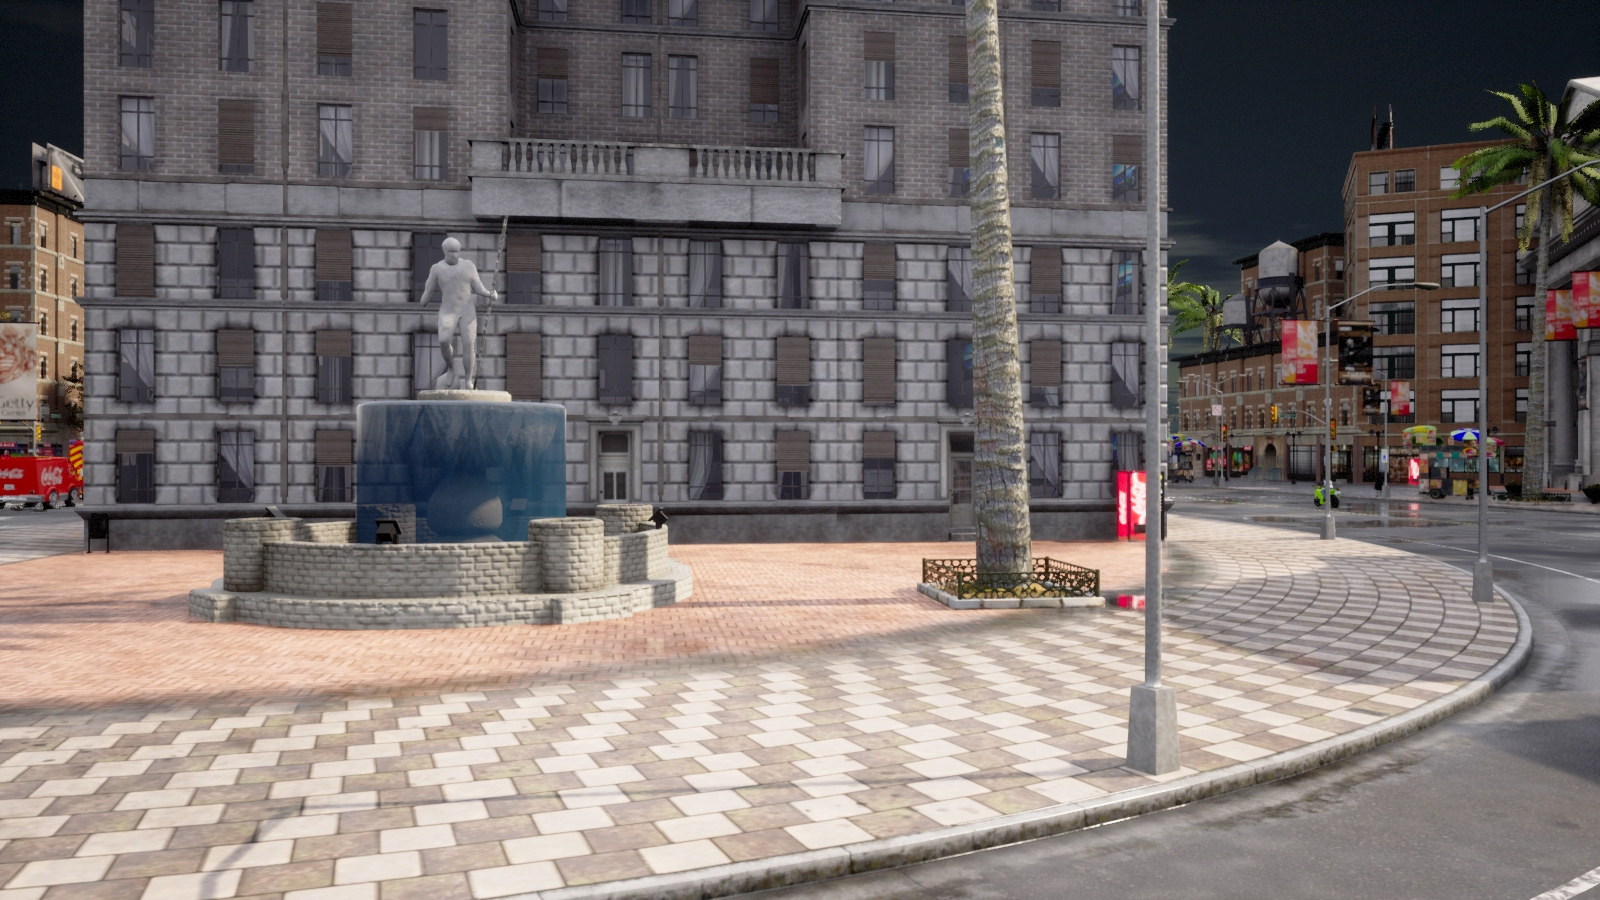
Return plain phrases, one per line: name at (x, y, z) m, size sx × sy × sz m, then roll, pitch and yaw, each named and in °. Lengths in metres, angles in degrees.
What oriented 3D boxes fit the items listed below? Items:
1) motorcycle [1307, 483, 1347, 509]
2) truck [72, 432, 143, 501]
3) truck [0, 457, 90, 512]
motorcycle at (25.547, 2.213, 55.422) m, size 0.803 × 1.145 × 2.033 m, roll 0°, pitch 0°, yaw -7°
truck at (-40.931, 0.890, 67.759) m, size 2.891 × 3.827 × 8.468 m, roll 0°, pitch 0°, yaw -26°
truck at (-36.359, 1.568, 54.405) m, size 2.627 × 2.467 × 5.204 m, roll 0°, pitch 0°, yaw -10°
